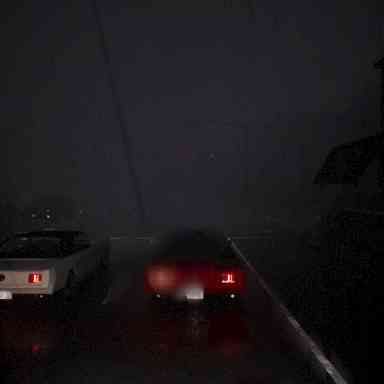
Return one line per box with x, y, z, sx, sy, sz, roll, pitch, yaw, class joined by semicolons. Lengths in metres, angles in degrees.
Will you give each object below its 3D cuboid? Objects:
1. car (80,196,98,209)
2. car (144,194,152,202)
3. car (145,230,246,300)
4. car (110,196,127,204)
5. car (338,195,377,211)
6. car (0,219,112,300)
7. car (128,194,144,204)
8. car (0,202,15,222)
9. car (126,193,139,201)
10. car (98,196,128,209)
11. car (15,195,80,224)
-14.102;1.563;45.636;1.994;1.385;4.181;0;0;0;car
-10.509;1.345;76.641;2.097;1.767;4.553;0;0;0;car
0.077;1.601;8.323;1.895;1.301;4.718;0;0;0;car
-14.050;1.491;63.483;2.128;1.511;4.902;0;0;1;car
14.158;1.057;28.512;4.181;1.385;1.994;-14;0;-1;car
-3.424;1.601;8.305;1.895;1.301;4.718;0;0;0;car
-10.568;1.525;61.588;1.812;1.442;4.674;0;0;0;car
-14.103;1.505;23.798;1.837;1.490;4.892;0;0;0;car
-14.010;1.138;78.501;2.097;1.767;4.553;0;0;0;car
-10.604;1.547;45.138;2.033;1.411;5.357;0;0;0;car
-10.604;1.221;24.995;2.150;2.045;5.566;0;0;0;car
